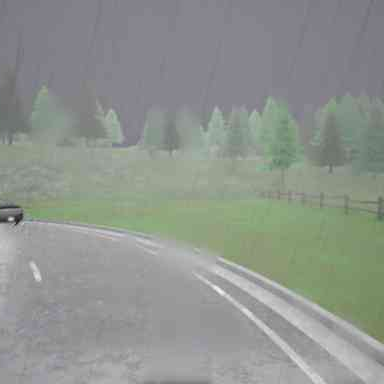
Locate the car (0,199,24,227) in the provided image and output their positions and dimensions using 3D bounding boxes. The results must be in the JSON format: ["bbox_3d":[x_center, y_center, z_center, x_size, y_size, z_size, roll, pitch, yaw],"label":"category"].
[{"bbox_3d":[-10.689,1.031,16.829,4.902,1.511,2.128,1,1,28],"label":"car"}]
